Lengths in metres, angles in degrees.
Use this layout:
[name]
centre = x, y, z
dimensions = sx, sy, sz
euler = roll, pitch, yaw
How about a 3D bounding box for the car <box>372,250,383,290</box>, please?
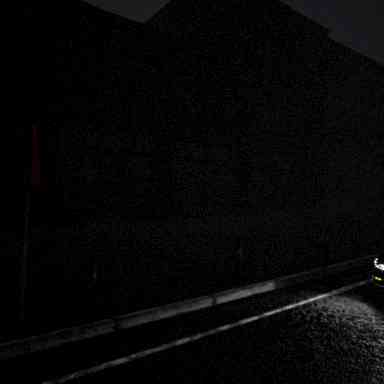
[car]
centre = 6.048, 1.433, 7.677
dimensions = 4.892, 1.490, 1.837
euler = -1, 1, -35
